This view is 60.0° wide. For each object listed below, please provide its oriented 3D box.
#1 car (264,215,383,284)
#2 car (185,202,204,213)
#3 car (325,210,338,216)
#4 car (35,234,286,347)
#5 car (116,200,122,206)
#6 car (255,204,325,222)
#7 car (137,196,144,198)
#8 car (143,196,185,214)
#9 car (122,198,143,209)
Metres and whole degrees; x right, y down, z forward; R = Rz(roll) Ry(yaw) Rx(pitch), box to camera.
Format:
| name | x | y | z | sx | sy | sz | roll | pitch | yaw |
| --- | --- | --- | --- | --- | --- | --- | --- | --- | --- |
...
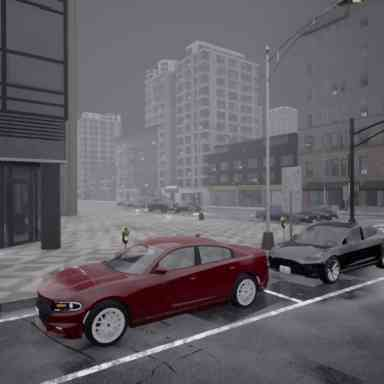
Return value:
| name | x | y | z | sx | sy | sz | roll | pitch | yaw |
| --- | --- | --- | --- | --- | --- | --- | --- | --- | --- |
| car | 4.099 | 1.564 | 9.576 | 4.313 | 1.339 | 1.947 | 0 | 0 | -35 |
| car | -0.225 | 2.014 | 43.159 | 1.994 | 1.385 | 4.181 | 0 | 0 | -35 |
| car | 9.867 | 1.779 | 28.890 | 2.033 | 1.411 | 5.357 | 0 | -1 | -35 |
| car | -0.496 | 1.544 | 6.299 | 4.507 | 1.381 | 1.887 | 0 | 0 | -35 |
| car | -13.858 | 2.283 | 68.377 | 2.033 | 1.411 | 5.357 | 0 | 0 | -35 |
| car | 7.469 | 1.790 | 26.652 | 2.033 | 1.411 | 5.357 | 0 | -1 | -35 |
| car | -10.320 | 1.927 | 68.998 | 2.150 | 2.045 | 5.566 | 0 | 0 | -35 |
| car | -3.602 | 1.705 | 42.286 | 2.150 | 2.045 | 5.566 | 0 | -1 | -35 |
| car | -9.713 | 2.206 | 56.723 | 1.837 | 1.490 | 4.892 | 0 | 0 | -35 |
